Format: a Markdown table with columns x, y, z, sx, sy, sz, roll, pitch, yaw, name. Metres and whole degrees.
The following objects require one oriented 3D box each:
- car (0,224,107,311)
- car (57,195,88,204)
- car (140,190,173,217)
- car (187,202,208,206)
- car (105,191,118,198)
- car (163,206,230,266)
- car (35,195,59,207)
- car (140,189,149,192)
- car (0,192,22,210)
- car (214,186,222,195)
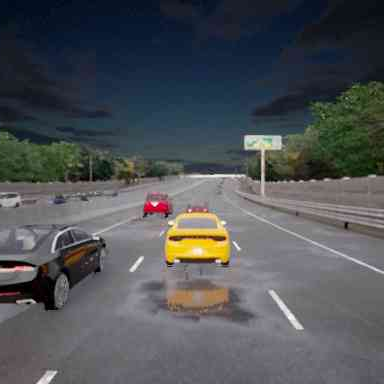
| x | y | z | sx | sy | sz | roll | pitch | yaw | name |
| --- | --- | --- | --- | --- | --- | --- | --- | --- | --- |
| -3.359 | 1.475 | 7.702 | 2.128 | 1.511 | 4.902 | 0 | 0 | 0 | car |
| -13.422 | 1.329 | 38.574 | 1.837 | 1.490 | 4.892 | 0 | 1 | 2 | car |
| -2.988 | 1.134 | 29.999 | 2.150 | 2.045 | 5.566 | 0 | 0 | 1 | car |
| 0.502 | 1.518 | 29.601 | 1.895 | 1.301 | 4.718 | 0 | 0 | 1 | car |
| -18.514 | 0.452 | 76.257 | 1.882 | 1.535 | 5.008 | 0 | 2 | 4 | car |
| 0.176 | 1.455 | 11.528 | 1.882 | 1.535 | 5.008 | 0 | 0 | 1 | car |
| -16.873 | 1.157 | 39.939 | 2.097 | 1.767 | 4.553 | 0 | 1 | 2 | car |
| -11.269 | -0.100 | 79.738 | 2.097 | 1.767 | 4.553 | 0 | 2 | 4 | car |
| -20.530 | 1.071 | 35.629 | 2.150 | 2.045 | 5.566 | 0 | 1 | 2 | car |
| 7.345 | -0.070 | 94.016 | 2.128 | 1.511 | 4.902 | 0 | 2 | 5 | car |
